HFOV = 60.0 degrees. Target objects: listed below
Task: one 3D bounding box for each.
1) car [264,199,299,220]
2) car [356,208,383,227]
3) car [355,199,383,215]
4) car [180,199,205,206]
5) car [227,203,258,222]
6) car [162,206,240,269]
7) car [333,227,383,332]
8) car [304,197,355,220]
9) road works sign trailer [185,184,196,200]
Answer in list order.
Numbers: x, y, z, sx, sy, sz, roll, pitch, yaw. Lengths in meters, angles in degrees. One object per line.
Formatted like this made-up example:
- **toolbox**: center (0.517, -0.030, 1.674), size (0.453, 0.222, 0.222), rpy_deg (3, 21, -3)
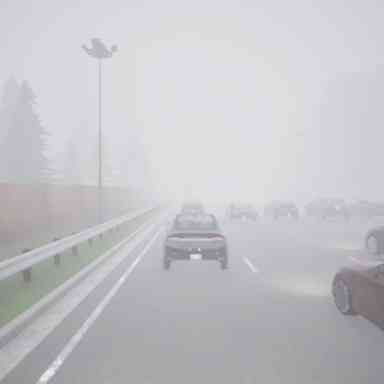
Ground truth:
- **car**: center (7.048, 1.351, 26.603), size (1.837, 1.490, 4.892), rpy_deg (0, 0, 0)
- **car**: center (7.100, 1.447, 9.935), size (1.837, 1.490, 4.892), rpy_deg (0, 0, 0)
- **car**: center (14.048, 1.351, 26.638), size (1.837, 1.490, 4.892), rpy_deg (0, 0, 0)
- **car**: center (0.041, 1.315, 28.101), size (1.882, 1.535, 5.008), rpy_deg (0, 0, 0)
- **car**: center (3.558, 1.457, 24.956), size (1.895, 1.301, 4.718), rpy_deg (0, 0, 0)
- **car**: center (0.100, 1.428, 10.925), size (2.128, 1.511, 4.902), rpy_deg (0, 0, 0)
- **car**: center (3.591, 1.499, 4.427), size (1.812, 1.442, 4.674), rpy_deg (0, 0, 0)
- **car**: center (10.549, 1.200, 26.271), size (2.097, 1.767, 4.553), rpy_deg (0, 0, 0)
- **road works sign trailer**: center (-0.305, 0.049, 72.146), size (2.380, 3.560, 2.880), rpy_deg (0, 0, 0)
